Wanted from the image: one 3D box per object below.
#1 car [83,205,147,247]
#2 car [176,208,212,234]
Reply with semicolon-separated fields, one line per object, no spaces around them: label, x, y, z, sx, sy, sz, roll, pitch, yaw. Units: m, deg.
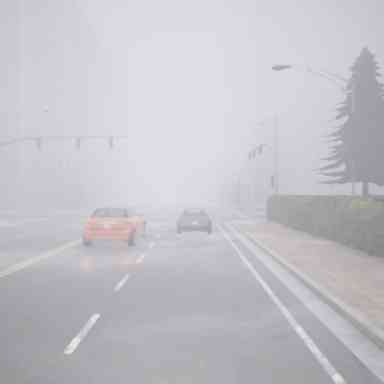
car;-3.383;1.371;15.370;2.097;1.767;4.553;0;0;0
car;0.125;1.589;19.370;1.994;1.385;4.181;0;0;0
